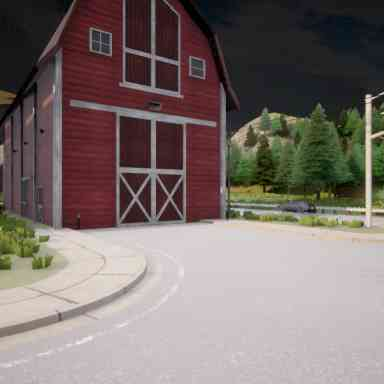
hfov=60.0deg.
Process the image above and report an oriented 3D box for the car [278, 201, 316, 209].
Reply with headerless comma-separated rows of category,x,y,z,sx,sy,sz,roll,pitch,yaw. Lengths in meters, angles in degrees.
car,11.073,1.590,35.374,1.994,1.385,4.181,0,0,-35
